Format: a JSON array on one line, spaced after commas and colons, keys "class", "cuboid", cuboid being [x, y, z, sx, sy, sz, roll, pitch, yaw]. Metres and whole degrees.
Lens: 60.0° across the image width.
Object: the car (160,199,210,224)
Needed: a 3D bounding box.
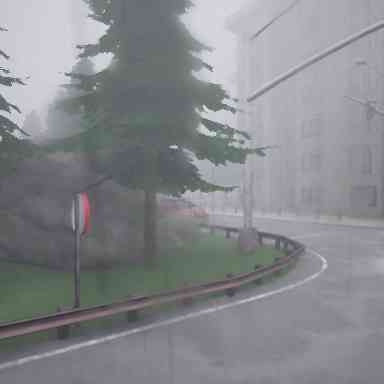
[{"class": "car", "cuboid": [-0.766, 1.288, 23.508, 2.097, 1.767, 4.553, 0, 0, -36]}]
